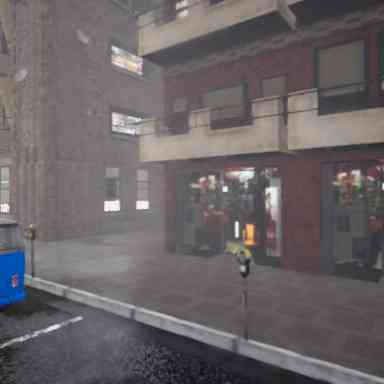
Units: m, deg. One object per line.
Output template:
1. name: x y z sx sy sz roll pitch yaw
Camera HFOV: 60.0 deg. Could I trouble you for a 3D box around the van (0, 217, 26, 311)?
1. van: -4.848 1.279 6.356 3.998 1.788 1.690 1 -1 36
